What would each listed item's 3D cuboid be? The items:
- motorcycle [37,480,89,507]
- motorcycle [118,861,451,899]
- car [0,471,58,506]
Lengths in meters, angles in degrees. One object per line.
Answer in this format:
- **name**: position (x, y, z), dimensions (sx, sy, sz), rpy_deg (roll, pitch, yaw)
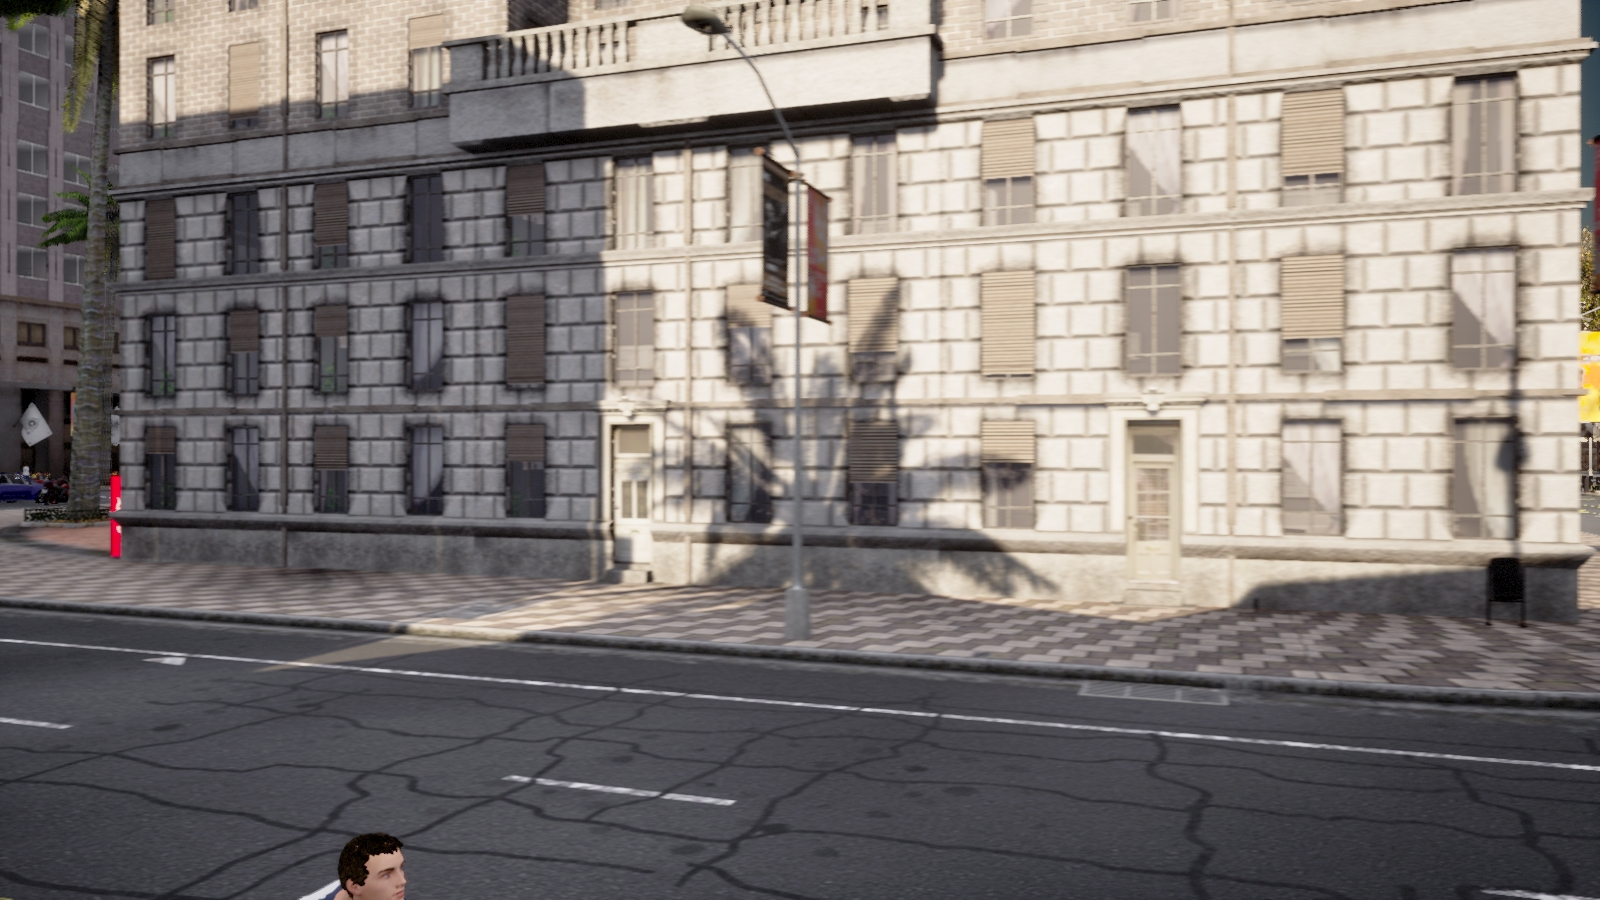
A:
- **motorcycle**: position (-37.374, 2.201, 57.980), dimensions (0.867, 1.251, 2.209), rpy_deg (0, 0, 16)
- **motorcycle**: position (-1.518, 2.212, 3.826), dimensions (2.033, 1.145, 0.803), rpy_deg (0, 0, 20)
- **car**: position (-40.844, 1.966, 58.418), dimensions (2.242, 1.667, 4.611), rpy_deg (0, 0, 14)
